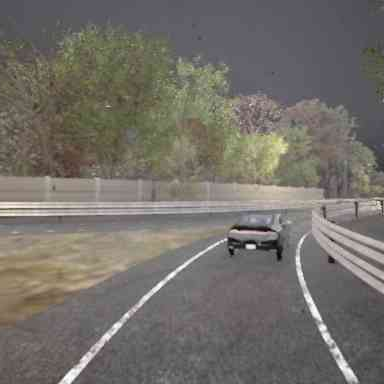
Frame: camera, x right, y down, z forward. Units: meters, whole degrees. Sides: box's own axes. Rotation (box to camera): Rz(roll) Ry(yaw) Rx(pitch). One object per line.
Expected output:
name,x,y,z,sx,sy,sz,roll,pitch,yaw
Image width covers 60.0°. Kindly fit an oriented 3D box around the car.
car,2.670,1.484,12.590,2.128,1.511,4.902,1,0,20
